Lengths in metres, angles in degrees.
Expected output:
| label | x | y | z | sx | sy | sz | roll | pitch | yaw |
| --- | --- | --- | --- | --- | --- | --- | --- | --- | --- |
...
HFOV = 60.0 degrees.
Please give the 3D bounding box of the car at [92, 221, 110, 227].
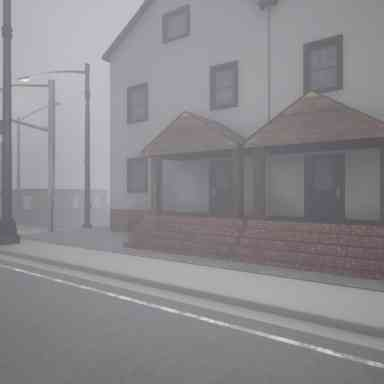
| label | x | y | z | sx | sy | sz | roll | pitch | yaw |
| --- | --- | --- | --- | --- | --- | --- | --- | --- | --- |
| car | -8.731 | 3.928 | 35.958 | 1.837 | 1.490 | 4.892 | 0 | -12 | 35 |
